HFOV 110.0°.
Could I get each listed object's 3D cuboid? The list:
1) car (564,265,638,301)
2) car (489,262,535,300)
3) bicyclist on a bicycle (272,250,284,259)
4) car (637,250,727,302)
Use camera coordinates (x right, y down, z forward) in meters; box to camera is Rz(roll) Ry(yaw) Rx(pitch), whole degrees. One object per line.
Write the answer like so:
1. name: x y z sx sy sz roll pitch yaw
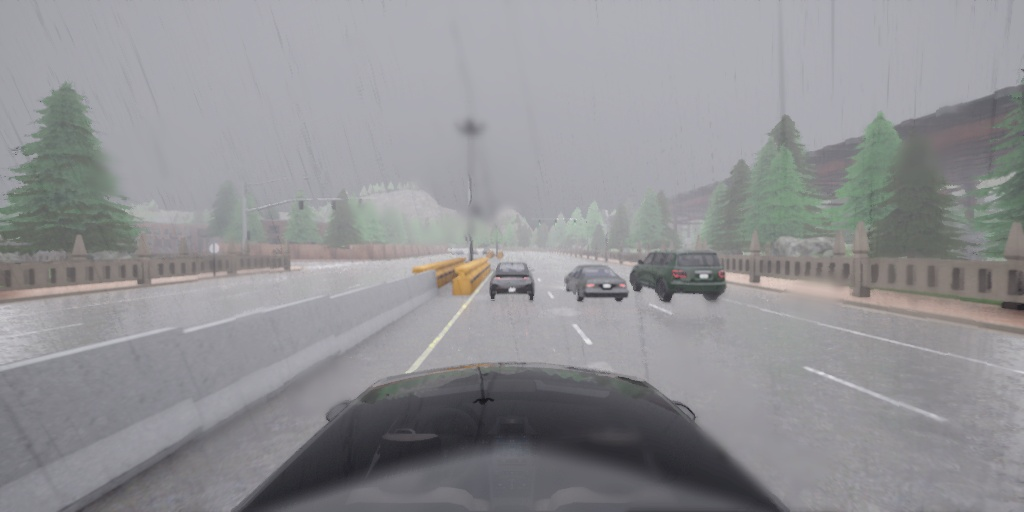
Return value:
1. car: 3.512 1.085 15.750 2.033 1.411 5.357 0 2 0
2. car: 0.016 1.022 16.069 2.128 1.511 4.902 0 2 0
3. bicyclist on a bicycle: -34.963 -0.106 54.032 0.582 1.620 1.656 14 10 36
4. car: 7.012 0.754 15.757 2.150 2.045 5.566 0 2 0
